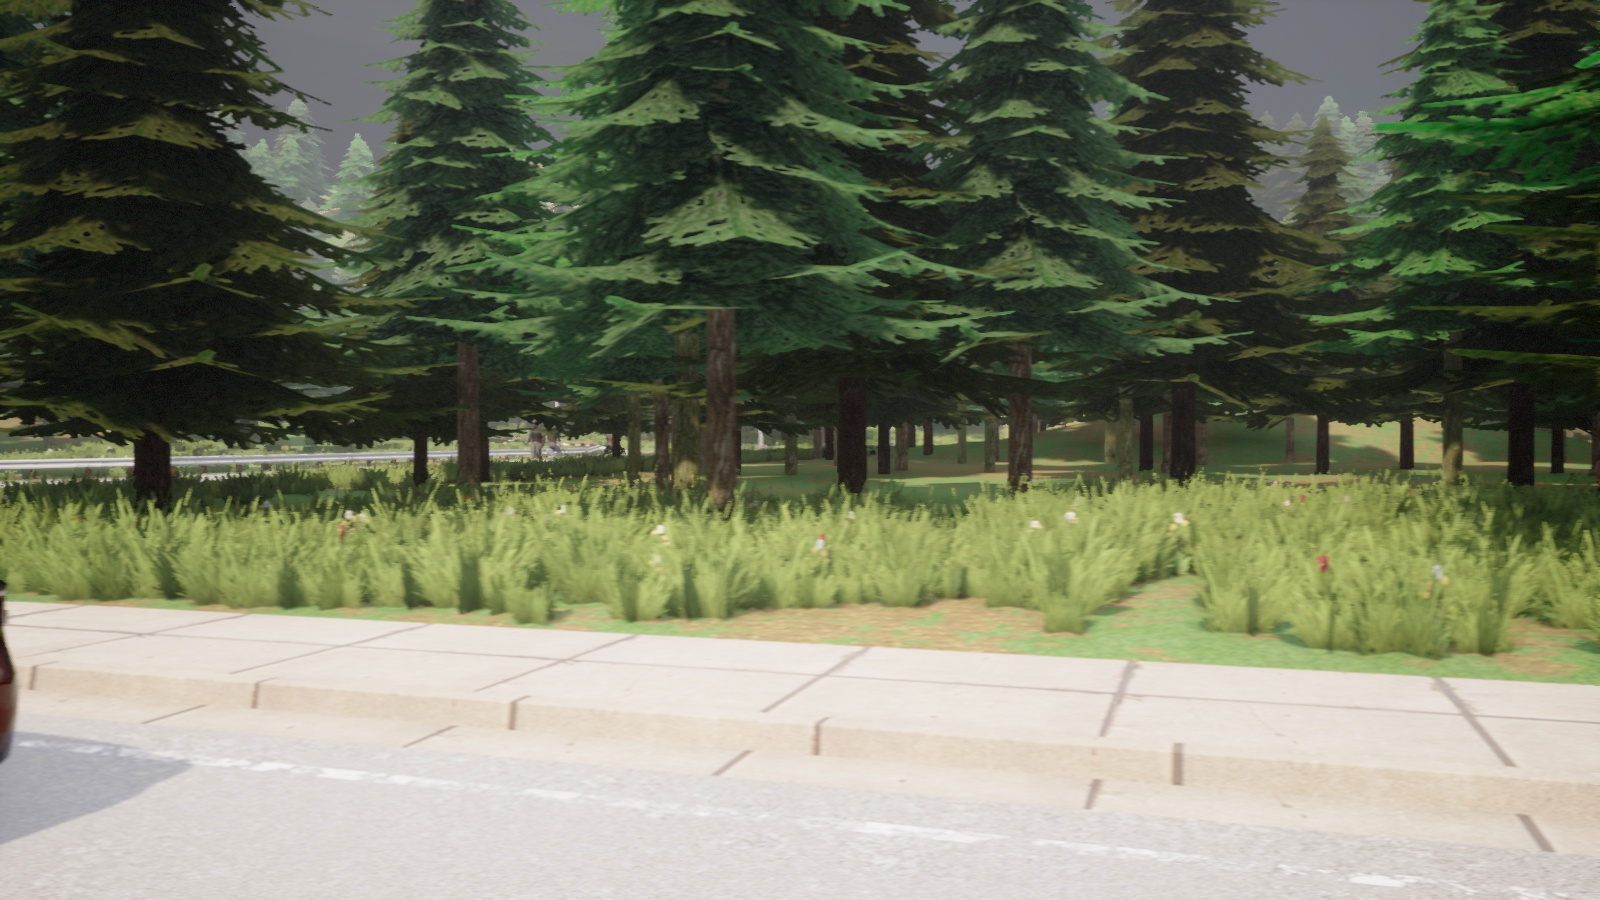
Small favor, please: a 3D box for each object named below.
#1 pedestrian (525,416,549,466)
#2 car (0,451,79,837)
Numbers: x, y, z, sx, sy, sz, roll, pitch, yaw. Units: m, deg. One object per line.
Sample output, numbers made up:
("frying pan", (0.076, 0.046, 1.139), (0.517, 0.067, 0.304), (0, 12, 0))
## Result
("pedestrian", (-10.063, -0.345, 47.998), (0.563, 1.883, 0.849), (0, 1, 17))
("car", (-5.236, 0.741, 4.955), (4.193, 1.474, 1.816), (1, 1, 19))
